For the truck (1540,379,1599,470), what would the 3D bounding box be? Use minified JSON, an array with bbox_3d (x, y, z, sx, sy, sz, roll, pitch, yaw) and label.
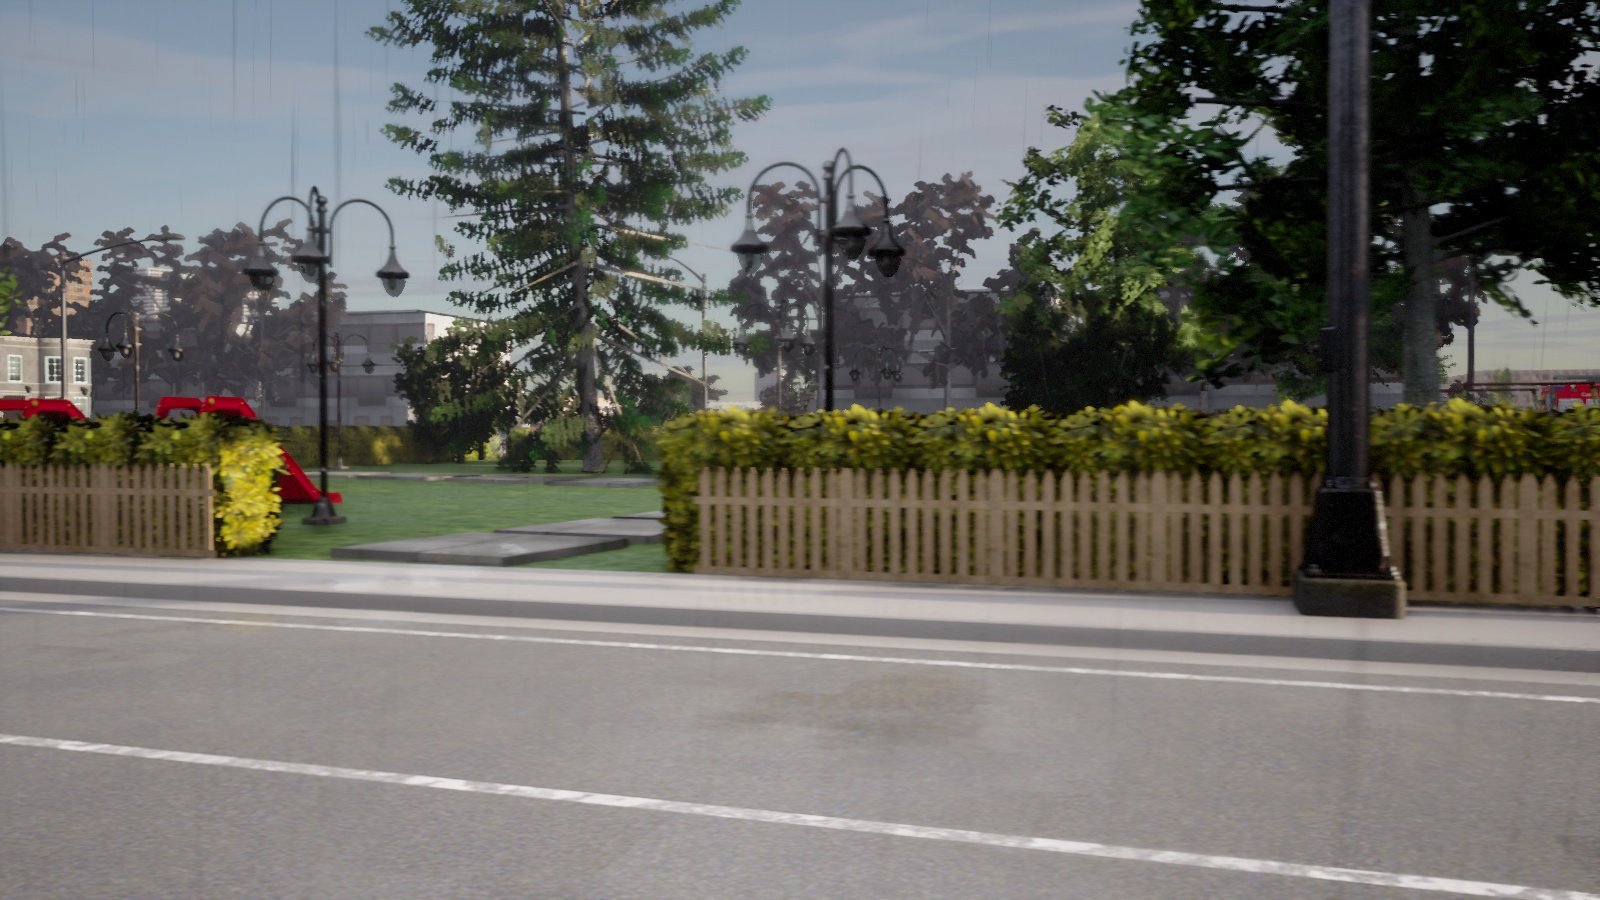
[{"bbox_3d":[36.722,-0.985,53.454,8.468,3.827,2.891,2,1,18],"label":"truck"}]
